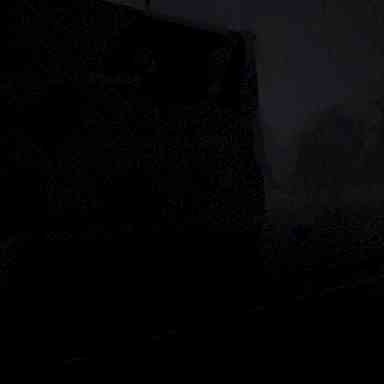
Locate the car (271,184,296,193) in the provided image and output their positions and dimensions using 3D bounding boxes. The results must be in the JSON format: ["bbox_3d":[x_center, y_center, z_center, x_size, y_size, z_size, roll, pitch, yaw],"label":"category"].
[{"bbox_3d":[15.385,-0.660,56.055,1.994,1.385,4.181,-6,0,-32],"label":"car"}]
